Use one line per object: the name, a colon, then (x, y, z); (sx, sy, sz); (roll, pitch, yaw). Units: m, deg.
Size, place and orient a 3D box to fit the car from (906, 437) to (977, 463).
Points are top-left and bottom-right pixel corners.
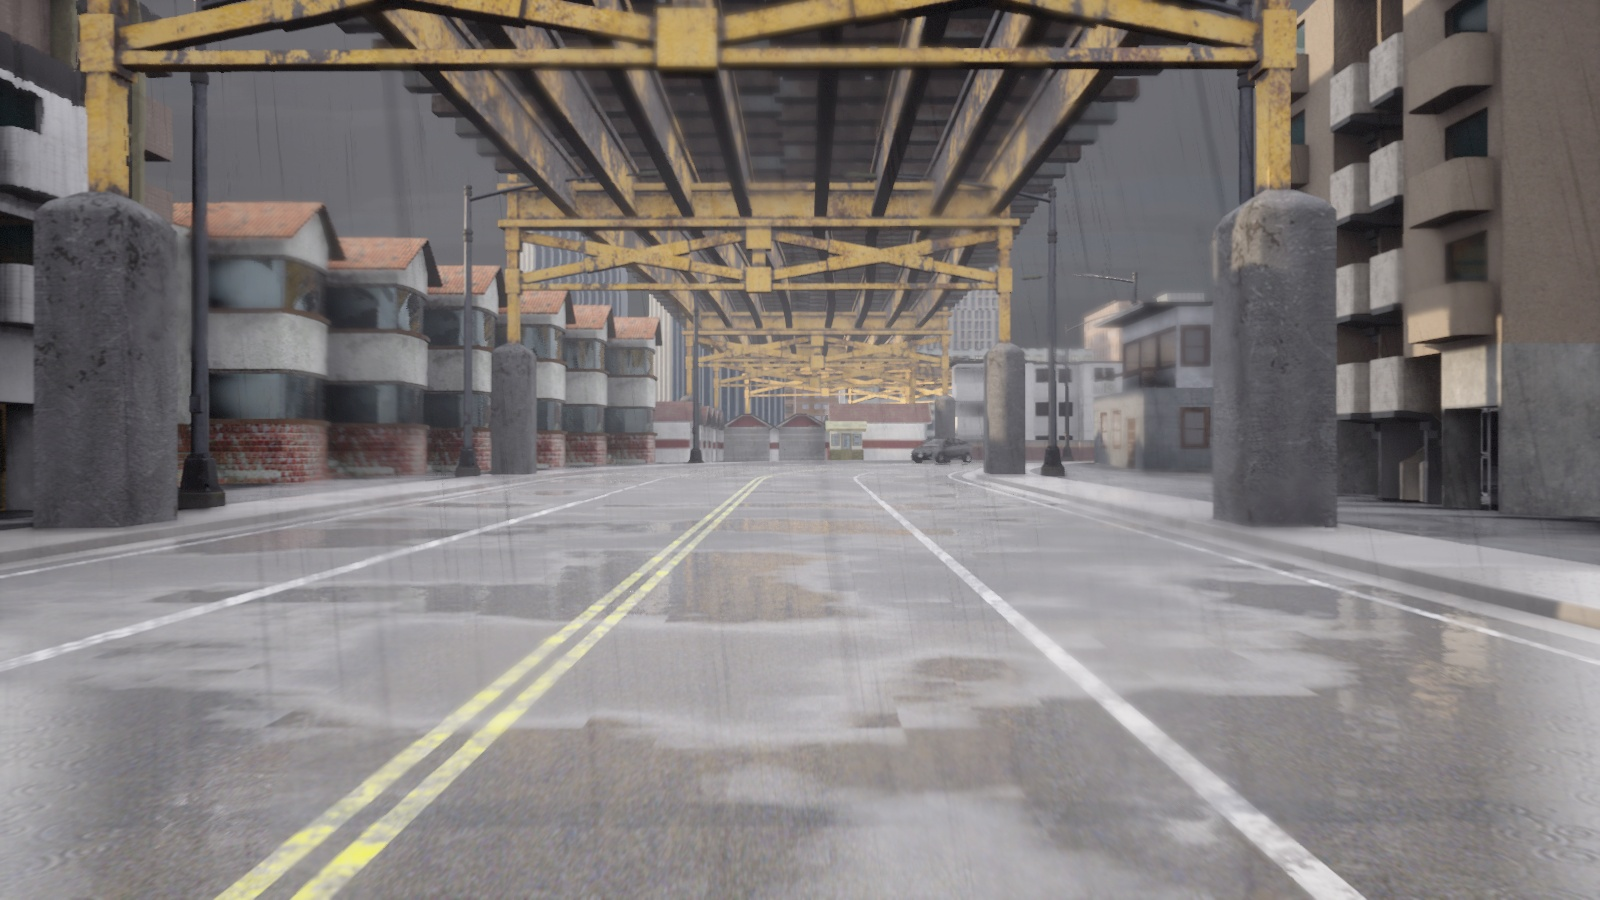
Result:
car: (8.531, 0.014, 75.446); (2.007, 1.525, 4.514); (0, 0, 42)
